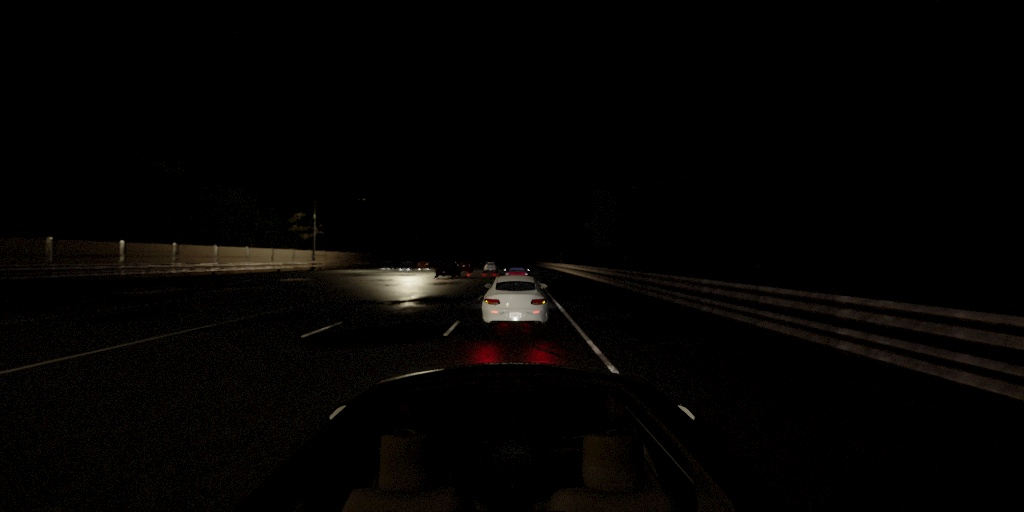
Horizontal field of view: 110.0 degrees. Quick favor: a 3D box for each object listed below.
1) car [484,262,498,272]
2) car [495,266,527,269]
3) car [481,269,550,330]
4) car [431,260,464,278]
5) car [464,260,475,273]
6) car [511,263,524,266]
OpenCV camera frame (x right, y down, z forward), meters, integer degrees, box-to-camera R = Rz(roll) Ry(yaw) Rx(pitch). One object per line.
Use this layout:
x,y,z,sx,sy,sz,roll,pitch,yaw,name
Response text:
-2.890,1.590,49.933,1.812,1.442,4.674,0,-1,0,car
0.237,1.406,19.694,1.895,1.301,4.718,0,-1,1,car
0.114,1.289,11.083,1.812,1.442,4.674,0,0,1,car
-6.449,1.386,36.494,1.882,1.535,5.008,0,0,1,car
-6.397,1.391,49.702,2.097,1.767,4.553,0,-1,0,car
0.344,1.423,26.542,1.994,1.385,4.181,0,0,1,car
